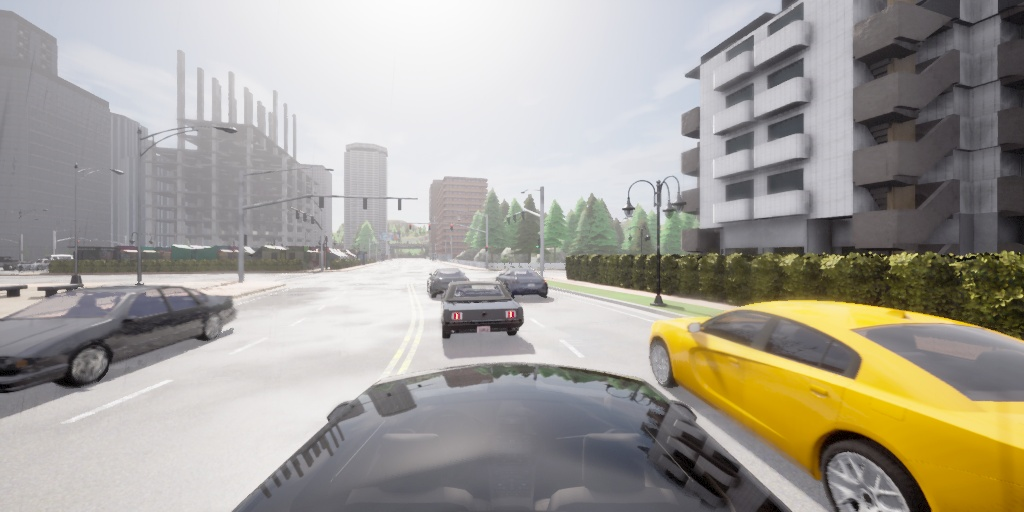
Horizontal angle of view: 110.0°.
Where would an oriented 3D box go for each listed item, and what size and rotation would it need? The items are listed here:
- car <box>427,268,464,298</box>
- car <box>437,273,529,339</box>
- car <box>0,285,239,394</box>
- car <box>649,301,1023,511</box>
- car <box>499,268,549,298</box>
[{"bbox_3d":[-3.327,1.314,18.642,1.994,1.385,4.181,0,0,-16],"label":"car"},{"bbox_3d":[-1.080,1.351,10.175,1.895,1.301,4.718,0,0,-12],"label":"car"},{"bbox_3d":[-7.680,1.297,7.001,2.033,1.411,5.357,0,0,-11],"label":"car"},{"bbox_3d":[3.262,1.228,3.909,1.882,1.535,5.008,0,0,-3],"label":"car"},{"bbox_3d":[0.348,1.314,18.351,1.994,1.385,4.181,0,0,-15],"label":"car"}]
